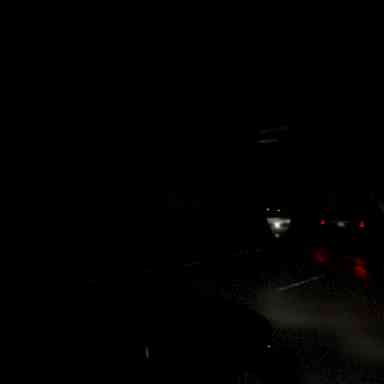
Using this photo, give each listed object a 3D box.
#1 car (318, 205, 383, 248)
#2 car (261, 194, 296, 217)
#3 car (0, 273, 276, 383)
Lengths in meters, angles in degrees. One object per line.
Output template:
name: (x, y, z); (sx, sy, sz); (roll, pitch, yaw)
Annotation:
car: (7.564, 1.350, 15.074); (2.097, 1.767, 4.553); (0, 0, 45)
car: (8.416, 1.206, 32.319); (2.150, 2.045, 5.566); (0, 0, 35)
car: (-1.394, 1.477, 2.774); (5.008, 1.535, 1.882); (0, 0, -36)
